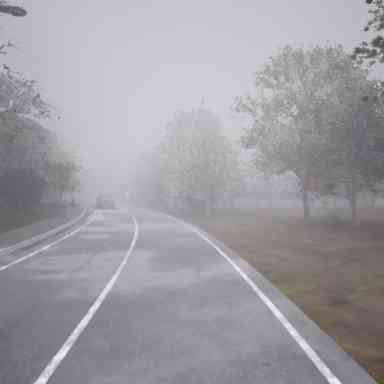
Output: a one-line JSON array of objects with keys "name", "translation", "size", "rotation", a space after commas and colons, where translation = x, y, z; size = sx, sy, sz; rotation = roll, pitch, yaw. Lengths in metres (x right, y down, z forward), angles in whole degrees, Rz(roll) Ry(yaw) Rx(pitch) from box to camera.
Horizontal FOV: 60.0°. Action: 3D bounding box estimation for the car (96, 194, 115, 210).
[{"name": "car", "translation": [-11.869, 1.280, 45.420], "size": [2.150, 2.045, 5.566], "rotation": [2, -1, -20]}]
